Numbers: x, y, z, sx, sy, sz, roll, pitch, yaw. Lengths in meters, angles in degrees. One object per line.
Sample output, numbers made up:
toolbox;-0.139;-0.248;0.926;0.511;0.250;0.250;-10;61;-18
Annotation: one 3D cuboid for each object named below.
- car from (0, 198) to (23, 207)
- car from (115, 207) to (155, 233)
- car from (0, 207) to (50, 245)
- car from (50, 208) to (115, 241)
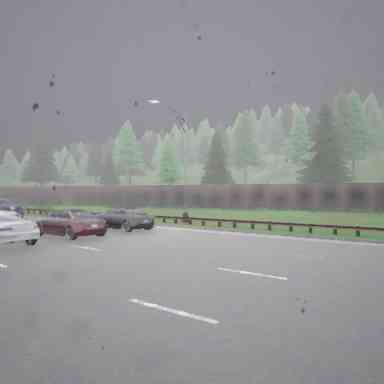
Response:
car;-16.408;1.365;28.470;4.553;1.767;2.097;0;0;36
car;-4.220;1.571;19.777;4.181;1.385;1.994;0;0;36
car;-8.285;1.532;14.078;4.674;1.442;1.812;0;0;36
car;-6.253;1.571;16.928;4.181;1.385;1.994;0;0;36
